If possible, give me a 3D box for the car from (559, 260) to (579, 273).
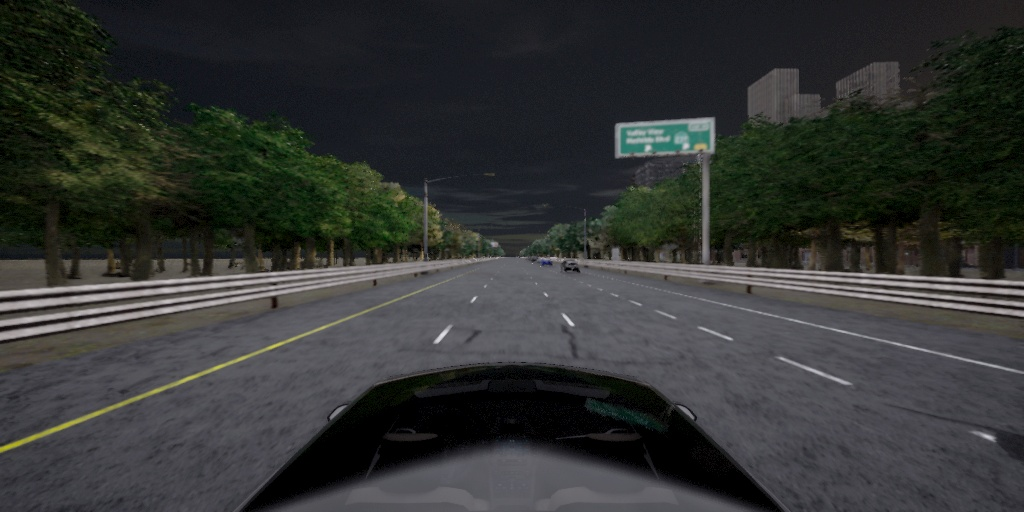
[{"bbox_3d":[7.010,1.258,44.016,1.837,1.490,4.892,0,0,0],"label":"car"}]
